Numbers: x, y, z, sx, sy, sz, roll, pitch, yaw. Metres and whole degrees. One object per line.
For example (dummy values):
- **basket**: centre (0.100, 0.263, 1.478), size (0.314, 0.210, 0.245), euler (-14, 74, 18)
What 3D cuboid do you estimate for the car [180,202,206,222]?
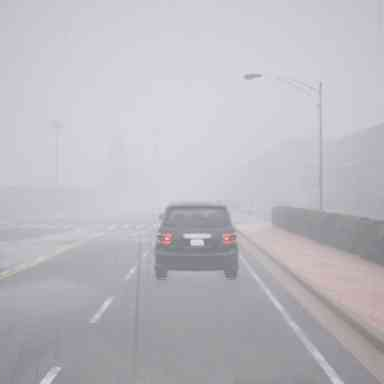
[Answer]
- **car**: centre (0.094, 1.718, 30.023), size (2.128, 1.511, 4.902), euler (0, 0, 0)

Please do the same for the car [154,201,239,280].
- **car**: centre (0.103, 1.299, 10.405), size (2.150, 2.045, 5.566), euler (0, -1, 0)
